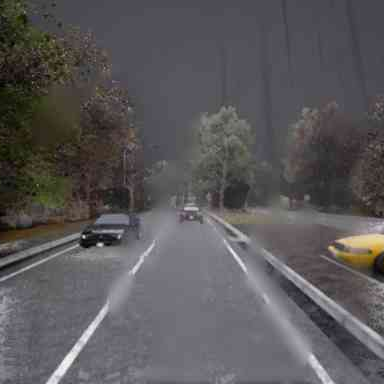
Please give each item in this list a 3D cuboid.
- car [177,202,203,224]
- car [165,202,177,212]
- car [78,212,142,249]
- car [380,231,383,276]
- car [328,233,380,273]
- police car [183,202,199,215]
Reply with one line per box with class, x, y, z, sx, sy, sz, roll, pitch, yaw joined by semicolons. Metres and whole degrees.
car;-0.052;1.791;27.384;1.812;1.442;4.674;0;-1;0
car;-3.592;2.595;59.210;2.097;1.767;4.553;0;-2;0
car;-3.432;1.620;15.100;2.033;1.411;5.357;0;-1;0
car;7.053;1.471;6.922;4.892;1.521;2.231;0;0;0
car;6.848;1.478;9.690;5.366;1.575;1.946;0;0;0
police car;-0.157;2.153;44.140;1.930;1.638;5.238;0;-2;0
